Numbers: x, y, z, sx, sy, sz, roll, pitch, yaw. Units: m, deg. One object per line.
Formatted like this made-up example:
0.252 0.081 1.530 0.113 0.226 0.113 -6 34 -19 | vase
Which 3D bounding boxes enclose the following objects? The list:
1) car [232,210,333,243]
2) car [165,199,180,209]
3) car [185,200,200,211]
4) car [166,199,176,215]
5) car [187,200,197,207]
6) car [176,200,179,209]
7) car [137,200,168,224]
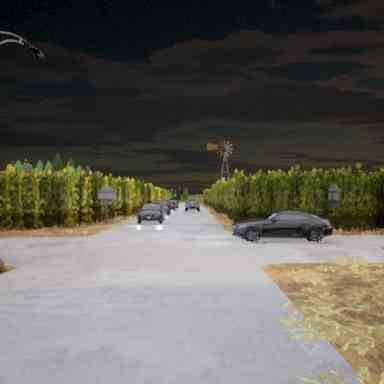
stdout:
4.288 1.610 15.954 4.674 1.442 1.812 0 0 0 | car
-3.214 1.989 55.543 2.128 1.511 4.902 0 -1 1 | car
0.060 1.760 43.683 2.033 1.411 5.357 0 -1 0 | car
-3.229 1.665 35.876 2.128 1.511 4.902 0 0 0 | car
0.037 2.298 69.001 2.033 1.411 5.357 0 -1 0 | car
-3.235 1.806 45.313 1.994 1.385 4.181 0 -1 0 | car
-3.179 1.648 26.462 1.837 1.490 4.892 0 -1 -1 | car
